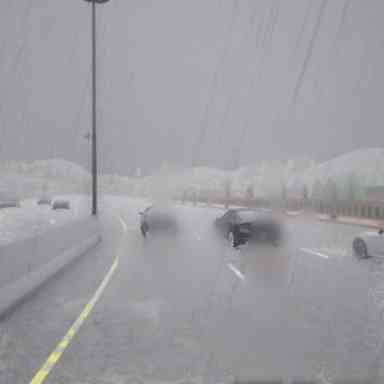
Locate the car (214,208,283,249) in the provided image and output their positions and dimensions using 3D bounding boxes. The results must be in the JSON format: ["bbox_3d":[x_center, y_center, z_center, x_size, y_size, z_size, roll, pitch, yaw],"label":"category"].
[{"bbox_3d":[2.275,1.446,14.634,1.882,1.535,5.008,0,0,-8],"label":"car"}]

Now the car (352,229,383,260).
[{"bbox_3d":[6.460,1.485,9.297,1.812,1.442,4.674,0,0,-5],"label":"car"}]

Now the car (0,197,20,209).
[{"bbox_3d":[-25.290,1.532,46.368,1.837,1.490,4.892,0,0,-18],"label":"car"}]

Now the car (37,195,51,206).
[{"bbox_3d":[-25.133,1.362,56.881,2.097,1.767,4.553,0,0,-18],"label":"car"}]

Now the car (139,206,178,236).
[{"bbox_3d":[-1.899,1.505,18.305,1.812,1.442,4.674,0,0,-11],"label":"car"}]

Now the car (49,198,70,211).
[{"bbox_3d":[-16.016,1.600,40.807,1.895,1.301,4.718,0,0,-19],"label":"car"}]
